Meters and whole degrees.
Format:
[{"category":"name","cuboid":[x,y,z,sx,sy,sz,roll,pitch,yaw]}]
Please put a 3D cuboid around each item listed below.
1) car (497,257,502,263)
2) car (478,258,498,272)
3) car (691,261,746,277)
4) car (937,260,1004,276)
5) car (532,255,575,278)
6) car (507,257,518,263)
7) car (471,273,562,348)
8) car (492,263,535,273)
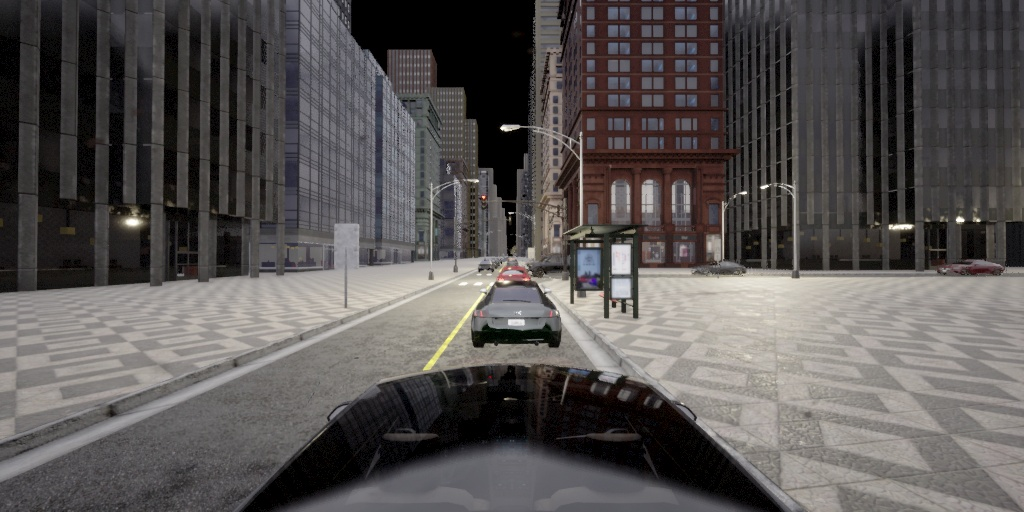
[{"category":"car","cuboid":[-3.116,1.163,54.130,2.128,1.511,4.902,0,0,0]},{"category":"car","cuboid":[-3.111,1.244,44.202,2.033,1.411,5.357,0,0,0]},{"category":"car","cuboid":[19.117,1.200,33.235,4.674,1.442,1.812,0,-1,0]},{"category":"car","cuboid":[42.376,1.111,33.174,4.674,1.442,1.812,0,-1,1]},{"category":"car","cuboid":[3.703,0.938,32.333,5.566,2.045,2.150,0,-1,-14]},{"category":"car","cuboid":[0.066,1.138,62.777,2.128,1.511,4.902,0,0,0]},{"category":"car","cuboid":[0.095,1.314,9.270,1.994,1.385,4.181,0,0,0]},{"category":"car","cuboid":[0.110,1.269,19.105,1.812,1.442,4.674,0,0,1]}]
